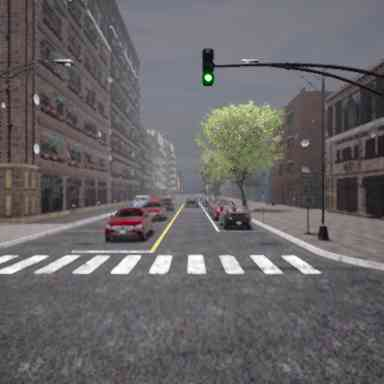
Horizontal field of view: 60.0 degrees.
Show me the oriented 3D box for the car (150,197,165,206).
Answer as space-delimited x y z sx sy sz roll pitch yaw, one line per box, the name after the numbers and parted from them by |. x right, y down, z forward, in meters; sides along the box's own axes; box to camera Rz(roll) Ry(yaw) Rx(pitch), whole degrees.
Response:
-5.693 1.518 55.413 1.947 1.339 4.313 0 0 0 | car

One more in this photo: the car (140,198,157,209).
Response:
-5.693 1.536 44.019 1.802 1.307 4.206 0 0 0 | car

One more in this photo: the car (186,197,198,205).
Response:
-0.001 1.516 58.420 1.994 1.385 4.181 0 0 0 | car

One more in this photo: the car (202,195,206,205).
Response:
2.688 1.503 49.714 2.008 1.369 4.403 0 0 0 | car

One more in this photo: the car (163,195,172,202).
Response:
-5.694 1.484 78.030 1.752 1.417 4.829 0 0 0 | car

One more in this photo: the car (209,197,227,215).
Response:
2.689 1.406 26.927 1.967 1.590 4.097 0 0 0 | car

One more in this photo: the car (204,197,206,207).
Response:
2.688 1.539 38.321 1.802 1.307 4.206 0 0 0 | car

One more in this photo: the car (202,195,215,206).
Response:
2.687 1.392 55.411 1.967 1.590 4.097 0 0 0 | car

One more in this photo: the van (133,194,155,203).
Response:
-5.693 1.298 38.322 1.690 1.788 3.998 0 0 0 | van

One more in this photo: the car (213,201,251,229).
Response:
2.689 1.522 21.230 2.008 1.369 4.403 0 0 0 | car

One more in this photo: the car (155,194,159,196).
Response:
-5.693 1.267 49.715 2.192 1.841 5.009 0 0 0 | car

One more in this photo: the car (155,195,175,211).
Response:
-3.086 1.461 40.118 1.837 1.490 4.892 0 0 -1 | car

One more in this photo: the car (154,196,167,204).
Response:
-5.693 1.504 61.109 2.008 1.369 4.403 0 0 0 | car

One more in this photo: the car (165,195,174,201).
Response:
-5.694 1.507 83.897 1.887 1.381 4.507 0 0 0 | car

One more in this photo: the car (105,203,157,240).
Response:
-3.071 1.502 16.926 1.812 1.442 4.674 0 0 0 | car

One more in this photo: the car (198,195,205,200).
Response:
2.686 1.517 95.287 1.887 1.381 4.507 0 0 0 | car

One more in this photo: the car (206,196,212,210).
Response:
2.688 1.401 32.623 1.967 1.590 4.097 0 0 0 | car

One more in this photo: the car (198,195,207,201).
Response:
2.687 1.513 83.895 2.008 1.369 4.403 0 0 0 | car

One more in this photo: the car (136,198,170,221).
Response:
-3.075 1.493 26.748 1.812 1.442 4.674 0 0 0 | car

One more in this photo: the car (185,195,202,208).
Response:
0.000 1.444 47.996 2.128 1.511 4.902 0 0 0 | car

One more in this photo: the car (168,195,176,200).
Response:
-5.694 1.538 95.289 1.947 1.339 4.313 0 0 0 | car
